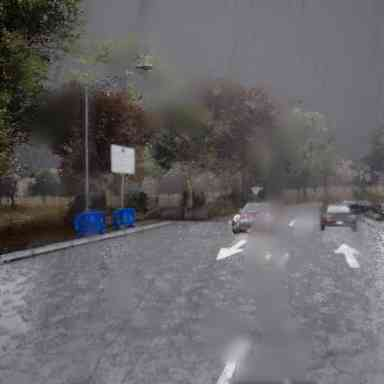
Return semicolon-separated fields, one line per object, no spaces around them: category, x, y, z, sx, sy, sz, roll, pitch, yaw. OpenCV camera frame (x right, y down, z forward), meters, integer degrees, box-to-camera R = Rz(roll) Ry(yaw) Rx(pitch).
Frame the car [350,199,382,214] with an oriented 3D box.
car;15.288;1.364;30.593;5.357;1.411;2.033;0;0;-34

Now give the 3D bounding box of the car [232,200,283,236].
car;3.639;1.268;17.950;2.097;1.767;4.553;0;0;22

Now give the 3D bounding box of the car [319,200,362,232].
car;8.506;1.414;19.474;1.812;1.442;4.674;0;0;21
